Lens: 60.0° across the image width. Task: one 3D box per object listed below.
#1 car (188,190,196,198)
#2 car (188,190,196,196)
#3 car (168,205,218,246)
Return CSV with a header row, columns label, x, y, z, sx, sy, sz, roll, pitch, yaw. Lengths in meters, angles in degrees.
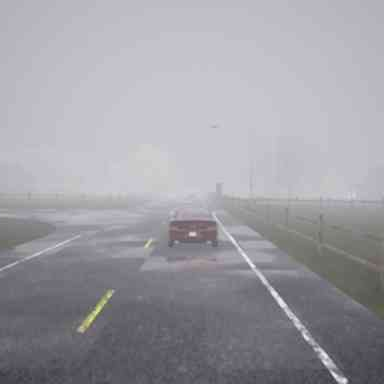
label,x,y,z,sx,sy,sz,roll,pitch,yaw
car,-0.018,0.593,76.812,2.128,1.511,4.902,0,1,0
car,-0.020,0.299,87.231,2.128,1.511,4.902,0,1,0
car,0.049,1.304,14.273,1.882,1.535,5.008,0,1,0
